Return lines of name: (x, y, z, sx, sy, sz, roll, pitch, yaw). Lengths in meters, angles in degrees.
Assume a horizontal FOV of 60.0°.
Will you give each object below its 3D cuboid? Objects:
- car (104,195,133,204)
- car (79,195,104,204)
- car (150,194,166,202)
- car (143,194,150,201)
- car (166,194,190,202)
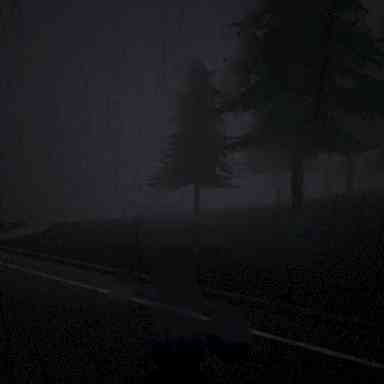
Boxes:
car: (-11.409, 1.300, 53.163, 1.994, 1.385, 4.181, 0, 0, 35)
car: (-15.169, 1.204, 53.896, 2.128, 1.511, 4.902, 0, 0, 35)
car: (-5.854, 1.271, 67.059, 1.994, 1.385, 4.181, 0, 0, 35)
car: (-8.278, 1.208, 69.680, 2.128, 1.511, 4.902, 0, 0, 35)
car: (-2.250, 1.226, 66.103, 2.128, 1.511, 4.902, 0, 0, 35)
